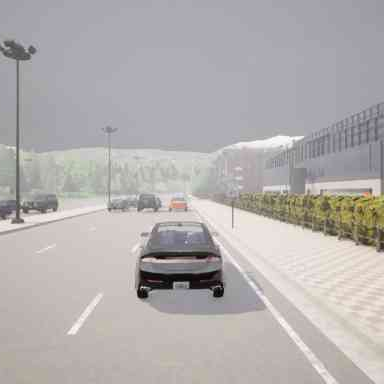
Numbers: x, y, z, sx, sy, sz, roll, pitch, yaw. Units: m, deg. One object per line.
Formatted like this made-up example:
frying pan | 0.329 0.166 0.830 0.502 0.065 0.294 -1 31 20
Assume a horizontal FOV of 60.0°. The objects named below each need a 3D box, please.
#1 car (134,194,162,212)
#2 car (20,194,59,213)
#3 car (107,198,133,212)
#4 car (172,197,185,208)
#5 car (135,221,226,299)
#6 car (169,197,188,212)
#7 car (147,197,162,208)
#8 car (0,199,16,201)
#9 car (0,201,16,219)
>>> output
car | -5.091 1.221 38.895 2.150 2.045 5.566 0 0 -2
car | -16.570 1.221 36.632 2.150 2.045 5.566 0 0 -3
car | -8.603 1.547 39.147 2.033 1.411 5.357 0 0 -2
car | -2.002 1.505 49.736 1.837 1.490 4.892 0 0 -2
car | -0.307 1.492 8.496 2.128 1.511 4.902 0 0 -3
car | -1.618 1.352 39.687 2.097 1.767 4.553 0 0 -2
car | -5.498 1.478 49.575 1.882 1.535 5.008 0 0 -2
car | -20.033 1.505 35.439 1.837 1.490 4.892 0 0 -2
car | -16.184 1.601 26.146 1.895 1.301 4.718 0 0 -2
